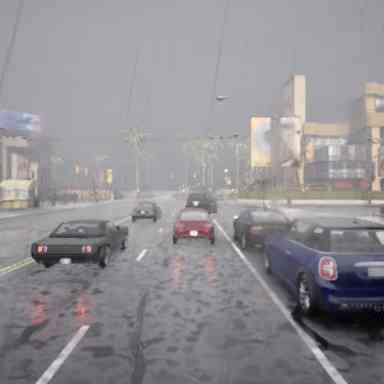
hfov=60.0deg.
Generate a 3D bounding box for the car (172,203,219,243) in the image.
[{"bbox_3d":[0.068,1.478,15.645,1.812,1.442,4.674,0,0,0],"label":"car"}]

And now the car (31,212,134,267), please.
[{"bbox_3d":[-3.415,1.567,11.203,1.895,1.301,4.718,0,0,0],"label":"car"}]

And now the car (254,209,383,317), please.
[{"bbox_3d":[3.029,1.330,7.596,2.185,1.767,4.553,0,0,0],"label":"car"}]

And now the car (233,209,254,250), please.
[{"bbox_3d":[2.880,1.436,14.022,2.097,1.535,5.008,0,0,0],"label":"car"}]

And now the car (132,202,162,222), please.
[{"bbox_3d":[-3.438,1.469,25.708,2.033,1.411,5.357,0,0,0],"label":"car"}]

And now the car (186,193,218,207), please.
[{"bbox_3d":[1.003,1.127,31.512,2.150,2.045,5.566,-1,0,14],"label":"car"}]
